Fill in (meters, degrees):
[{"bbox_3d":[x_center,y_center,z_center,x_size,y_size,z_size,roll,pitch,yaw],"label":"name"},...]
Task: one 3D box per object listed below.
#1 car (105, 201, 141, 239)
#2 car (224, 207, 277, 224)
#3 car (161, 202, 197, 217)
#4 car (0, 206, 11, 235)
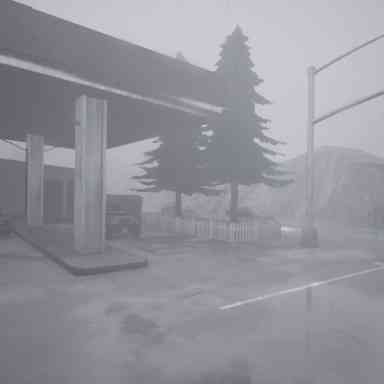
[{"bbox_3d":[-4.413,1.445,18.345,1.905,1.878,3.866,1,0,-36],"label":"car"},{"bbox_3d":[4.308,1.812,24.936,1.994,1.385,4.181,1,0,-35],"label":"car"},{"bbox_3d":[-1.402,1.707,33.072,1.812,1.442,4.674,1,0,-35],"label":"car"},{"bbox_3d":[-11.544,1.522,18.557,2.242,1.667,4.611,1,0,-36],"label":"car"}]
